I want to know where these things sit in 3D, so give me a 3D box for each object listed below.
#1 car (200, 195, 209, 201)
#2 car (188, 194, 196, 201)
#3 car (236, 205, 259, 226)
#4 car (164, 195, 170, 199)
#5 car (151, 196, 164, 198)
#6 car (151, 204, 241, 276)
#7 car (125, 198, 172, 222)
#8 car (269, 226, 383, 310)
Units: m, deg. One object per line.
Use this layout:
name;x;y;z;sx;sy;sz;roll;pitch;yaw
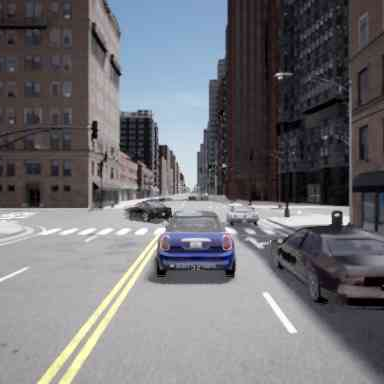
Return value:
car;3.248;1.522;85.619;2.128;1.511;4.902;0;0;0
car;-0.002;1.475;85.619;1.882;1.535;5.008;0;0;0
car;3.489;1.600;23.669;1.895;1.301;4.718;0;0;2
car;-6.502;1.598;73.188;1.895;1.301;4.718;0;0;0
car;-6.550;1.603;58.167;1.895;1.301;4.718;0;0;0
car;0.100;1.351;10.508;2.097;1.767;4.553;0;0;0
car;-3.588;1.476;26.412;1.882;1.535;5.008;1;-1;-37
car;3.349;1.547;8.081;2.033;1.411;5.357;0;0;0
